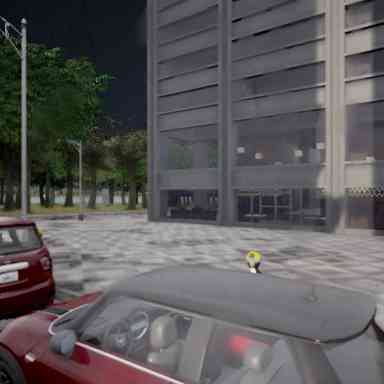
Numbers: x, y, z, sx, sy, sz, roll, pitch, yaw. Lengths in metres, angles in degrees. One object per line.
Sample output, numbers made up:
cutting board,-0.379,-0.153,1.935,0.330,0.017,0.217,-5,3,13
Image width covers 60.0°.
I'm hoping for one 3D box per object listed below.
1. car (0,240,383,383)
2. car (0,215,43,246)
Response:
car,-0.203,1.447,3.107,4.097,1.590,1.967,0,0,35
car,-4.633,1.343,6.262,5.009,1.841,2.192,0,0,35
